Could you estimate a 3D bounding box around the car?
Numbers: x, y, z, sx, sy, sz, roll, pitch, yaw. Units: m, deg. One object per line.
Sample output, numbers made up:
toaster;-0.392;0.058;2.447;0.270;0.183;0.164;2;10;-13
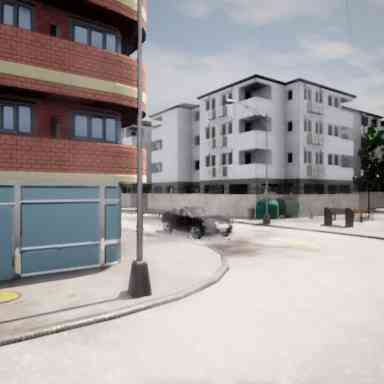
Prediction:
car;0.147;1.488;17.274;2.128;1.511;4.902;0;0;-32
